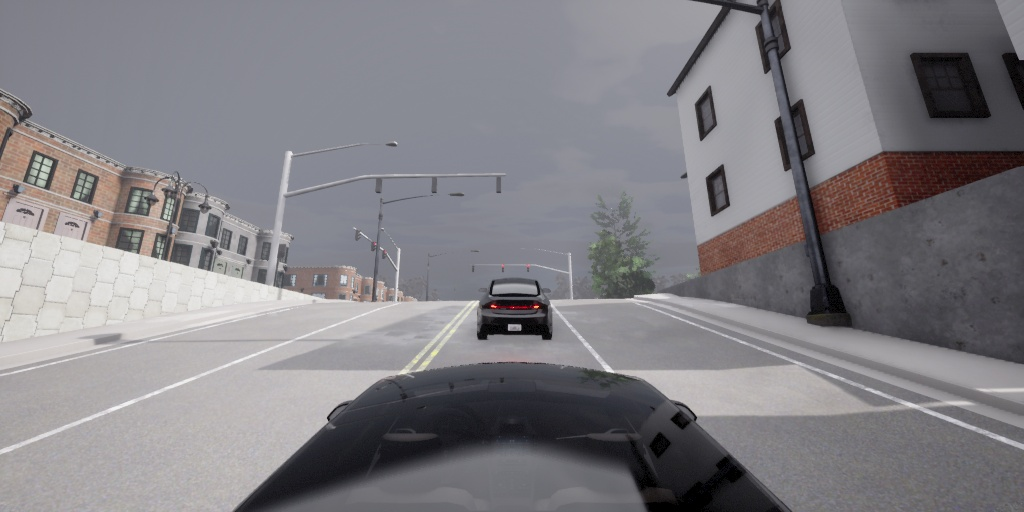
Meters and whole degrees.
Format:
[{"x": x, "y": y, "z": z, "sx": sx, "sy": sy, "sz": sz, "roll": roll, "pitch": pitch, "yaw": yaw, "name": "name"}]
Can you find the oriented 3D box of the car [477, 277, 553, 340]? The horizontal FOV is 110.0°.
[{"x": 0.075, "y": 1.351, "z": 10.332, "sx": 1.837, "sy": 1.490, "sz": 4.892, "roll": 0, "pitch": 0, "yaw": 0, "name": "car"}]
